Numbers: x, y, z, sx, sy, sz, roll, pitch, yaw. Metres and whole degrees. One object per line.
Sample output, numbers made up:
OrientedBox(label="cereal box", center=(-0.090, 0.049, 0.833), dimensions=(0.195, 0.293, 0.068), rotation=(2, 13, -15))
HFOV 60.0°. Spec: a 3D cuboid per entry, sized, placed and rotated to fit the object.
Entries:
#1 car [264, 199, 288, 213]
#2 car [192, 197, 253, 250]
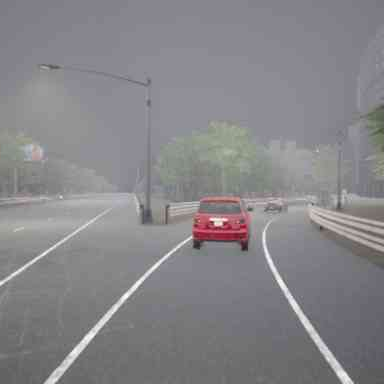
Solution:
OrientedBox(label="car", center=(9.826, 1.582, 38.608), dimensions=(1.812, 1.442, 4.674), rotation=(0, 0, 28))
OrientedBox(label="car", center=(1.452, 1.235, 14.603), dimensions=(2.150, 2.045, 5.566), rotation=(0, 0, 11))
